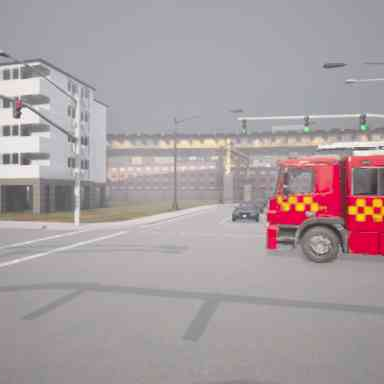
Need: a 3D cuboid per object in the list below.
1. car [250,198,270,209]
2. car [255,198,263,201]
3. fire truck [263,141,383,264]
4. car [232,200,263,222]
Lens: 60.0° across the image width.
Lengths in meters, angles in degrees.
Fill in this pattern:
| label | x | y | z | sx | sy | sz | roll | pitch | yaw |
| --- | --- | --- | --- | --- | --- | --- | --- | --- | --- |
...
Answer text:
| label | x | y | z | sx | sy | sz | roll | pitch | yaw |
| --- | --- | --- | --- | --- | --- | --- | --- | --- | --- |
| car | 9.618 | 1.578 | 47.028 | 2.033 | 1.411 | 5.357 | 0 | 0 | 19 |
| car | 6.803 | 1.592 | 36.251 | 1.994 | 1.385 | 4.181 | 0 | 0 | 14 |
| fire truck | 6.833 | 0.349 | 10.826 | 8.468 | 3.827 | 2.891 | 0 | 0 | 17 |
| car | 4.368 | 1.590 | 26.549 | 1.994 | 1.385 | 4.181 | 0 | 0 | 14 |
